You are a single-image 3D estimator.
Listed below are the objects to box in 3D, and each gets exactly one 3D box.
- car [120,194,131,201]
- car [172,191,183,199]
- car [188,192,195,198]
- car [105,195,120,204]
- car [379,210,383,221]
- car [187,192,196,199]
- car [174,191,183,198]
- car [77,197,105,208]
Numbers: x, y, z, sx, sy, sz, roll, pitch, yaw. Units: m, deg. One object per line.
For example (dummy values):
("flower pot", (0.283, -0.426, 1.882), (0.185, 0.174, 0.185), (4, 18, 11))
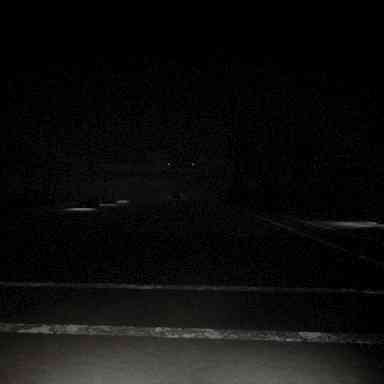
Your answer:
("car", (-14.010, 1.141, 69.126), (1.895, 1.301, 4.718), (0, 1, 0))
("car", (-3.511, 0.866, 77.046), (1.882, 1.535, 5.008), (0, 1, 0))
("car", (-0.013, 0.696, 87.768), (1.812, 1.442, 4.674), (0, 1, 0))
("car", (-14.085, 1.279, 56.731), (1.812, 1.442, 4.674), (0, 1, 0))
("car", (15.828, 1.359, 23.519), (4.553, 1.767, 2.097), (0, 0, -2))
("car", (-0.011, 0.901, 77.641), (1.812, 1.442, 4.674), (0, 1, 0))
("car", (-3.513, 0.536, 87.284), (2.097, 1.767, 4.553), (0, 1, 0))
("car", (-14.109, 1.429, 46.001), (2.033, 1.411, 5.357), (0, 1, 0))
